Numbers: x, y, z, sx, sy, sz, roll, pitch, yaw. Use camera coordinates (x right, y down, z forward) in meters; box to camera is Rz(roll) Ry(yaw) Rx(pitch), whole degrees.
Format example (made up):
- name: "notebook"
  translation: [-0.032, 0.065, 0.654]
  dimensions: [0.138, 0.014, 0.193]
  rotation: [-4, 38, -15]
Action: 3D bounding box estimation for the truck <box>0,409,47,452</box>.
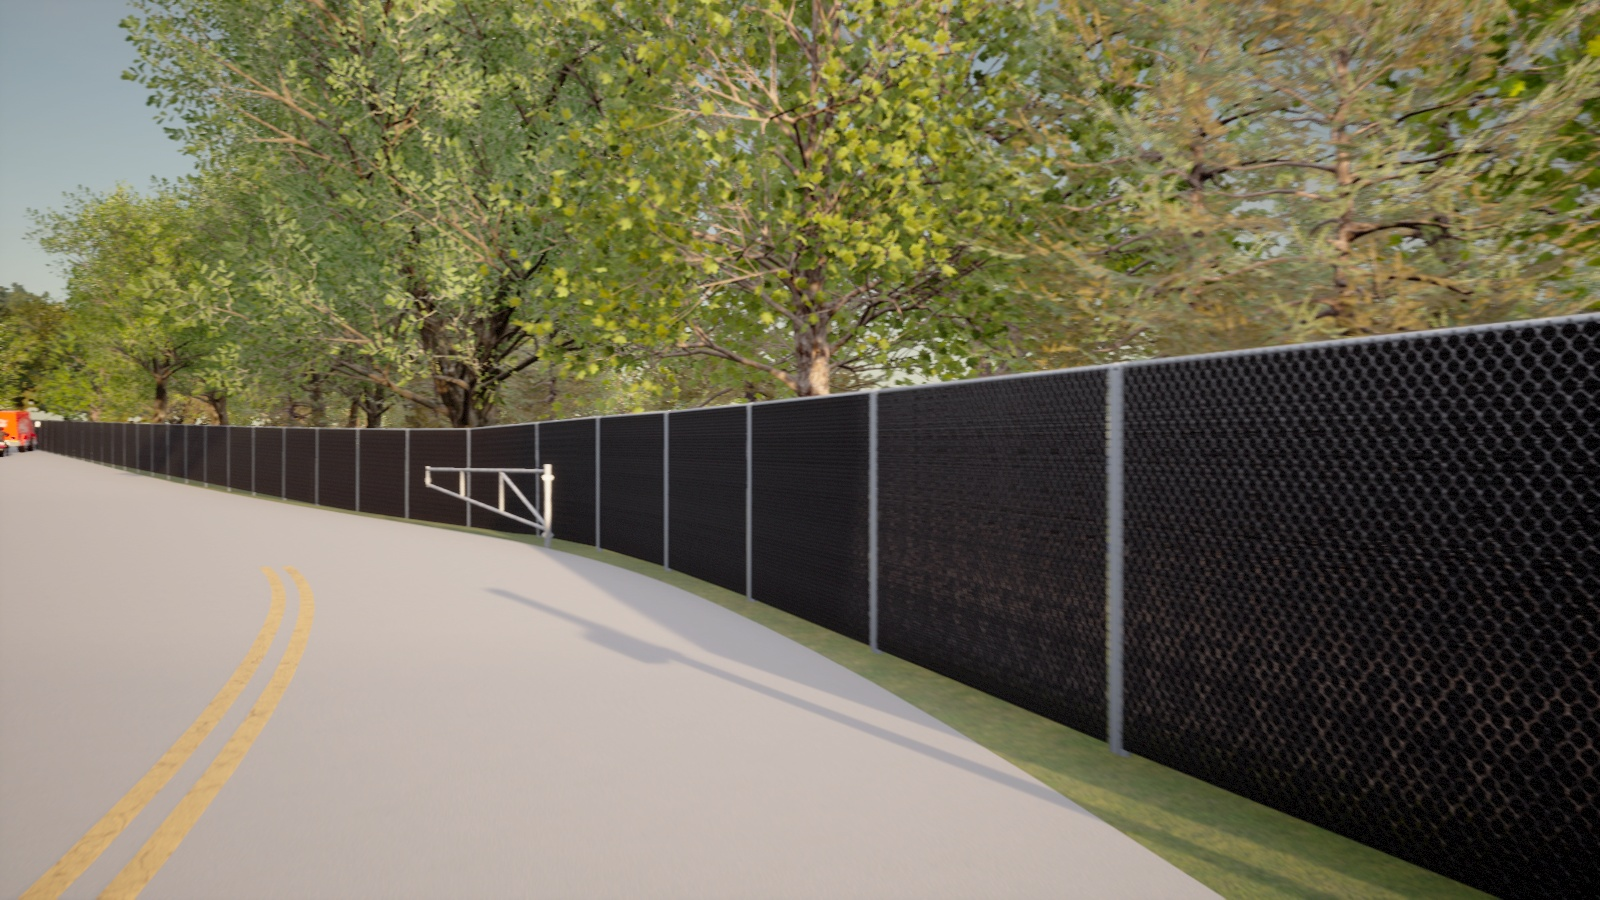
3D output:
- name: "truck"
  translation: [-47.186, -1.186, 75.155]
  dimensions: [2.627, 2.467, 5.204]
  rotation: [1, 1, -19]
